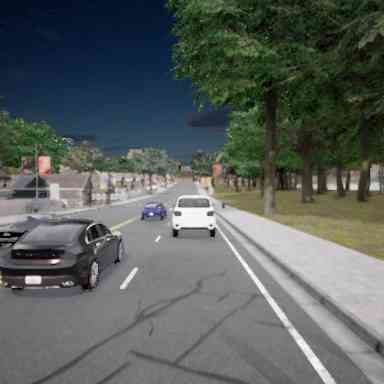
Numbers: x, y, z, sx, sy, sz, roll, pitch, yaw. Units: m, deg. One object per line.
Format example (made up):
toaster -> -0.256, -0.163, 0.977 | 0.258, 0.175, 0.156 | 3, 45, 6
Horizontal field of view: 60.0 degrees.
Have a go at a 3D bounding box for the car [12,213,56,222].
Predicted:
car -> -6.591, 1.594, 14.083 | 1.895, 1.301, 4.718 | 0, 0, 0

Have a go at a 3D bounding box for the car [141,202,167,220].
car -> -3.149, 1.561, 28.110 | 1.812, 1.442, 4.674 | 0, 0, 0

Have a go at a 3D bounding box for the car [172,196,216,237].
car -> 0.102, 1.220, 18.285 | 2.150, 2.045, 5.566 | 0, -1, 0

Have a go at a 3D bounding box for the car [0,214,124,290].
car -> -3.147, 1.497, 9.021 | 1.837, 1.490, 4.892 | 0, 0, 0

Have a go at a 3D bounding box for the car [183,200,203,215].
car -> 0.101, 1.617, 36.483 | 2.033, 1.411, 5.357 | 0, 0, 0
